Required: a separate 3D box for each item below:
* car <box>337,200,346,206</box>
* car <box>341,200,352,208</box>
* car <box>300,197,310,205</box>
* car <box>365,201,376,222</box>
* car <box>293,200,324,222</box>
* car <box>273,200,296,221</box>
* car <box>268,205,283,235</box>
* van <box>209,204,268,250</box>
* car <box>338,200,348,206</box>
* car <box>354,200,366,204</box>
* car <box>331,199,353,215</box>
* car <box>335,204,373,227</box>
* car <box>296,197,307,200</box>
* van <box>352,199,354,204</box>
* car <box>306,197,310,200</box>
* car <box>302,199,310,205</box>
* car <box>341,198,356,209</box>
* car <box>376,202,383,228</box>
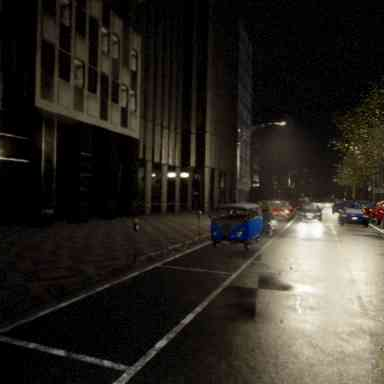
[{"bbox_3d":[38.308,2.715,85.381,1.752,1.417,4.829,1,0,21],"label":"car"},{"bbox_3d":[32.188,2.506,69.426,1.887,1.381,4.507,1,0,21],"label":"car"},{"bbox_3d":[28.277,2.261,83.018,2.192,1.841,5.009,1,0,21],"label":"car"},{"bbox_3d":[16.035,1.733,27.307,2.192,1.841,5.009,1,0,21],"label":"car"},{"bbox_3d":[10.535,1.796,29.532,2.128,1.511,4.902,1,0,21],"label":"car"},{"bbox_3d":[8.079,1.693,30.375,1.967,1.590,4.097,1,0,21],"label":"car"},{"bbox_3d":[4.037,1.695,19.845,1.947,1.339,4.313,1,0,21],"label":"car"},{"bbox_3d":[2.023,1.413,14.581,1.690,1.788,3.998,1,0,21],"label":"van"},{"bbox_3d":[36.226,2.677,79.956,1.947,1.339,4.313,1,0,21],"label":"car"},{"bbox_3d":[20.072,1.984,37.837,1.967,1.590,4.097,1,0,21],"label":"car"},{"bbox_3d":[18.374,1.996,41.219,1.882,1.535,5.008,1,0,21],"label":"car"},{"bbox_3d":[12.518,1.900,25.935,1.994,1.385,4.181,1,0,22],"label":"car"},{"bbox_3d":[18.114,2.098,56.538,1.752,1.417,4.829,1,0,21],"label":"car"},{"bbox_3d":[22.094,1.949,43.102,1.690,1.788,3.998,1,0,21],"label":"van"},{"bbox_3d":[20.199,1.962,61.961,2.192,1.841,5.009,1,0,21],"label":"car"},{"bbox_3d":[30.292,2.567,88.282,1.887,1.381,4.507,1,0,21],"label":"car"},{"bbox_3d":[30.173,2.201,64.162,2.192,1.841,5.009,1,0,21],"label":"car"},{"bbox_3d":[14.015,1.670,22.043,2.192,1.841,5.009,1,0,21],"label":"car"}]
